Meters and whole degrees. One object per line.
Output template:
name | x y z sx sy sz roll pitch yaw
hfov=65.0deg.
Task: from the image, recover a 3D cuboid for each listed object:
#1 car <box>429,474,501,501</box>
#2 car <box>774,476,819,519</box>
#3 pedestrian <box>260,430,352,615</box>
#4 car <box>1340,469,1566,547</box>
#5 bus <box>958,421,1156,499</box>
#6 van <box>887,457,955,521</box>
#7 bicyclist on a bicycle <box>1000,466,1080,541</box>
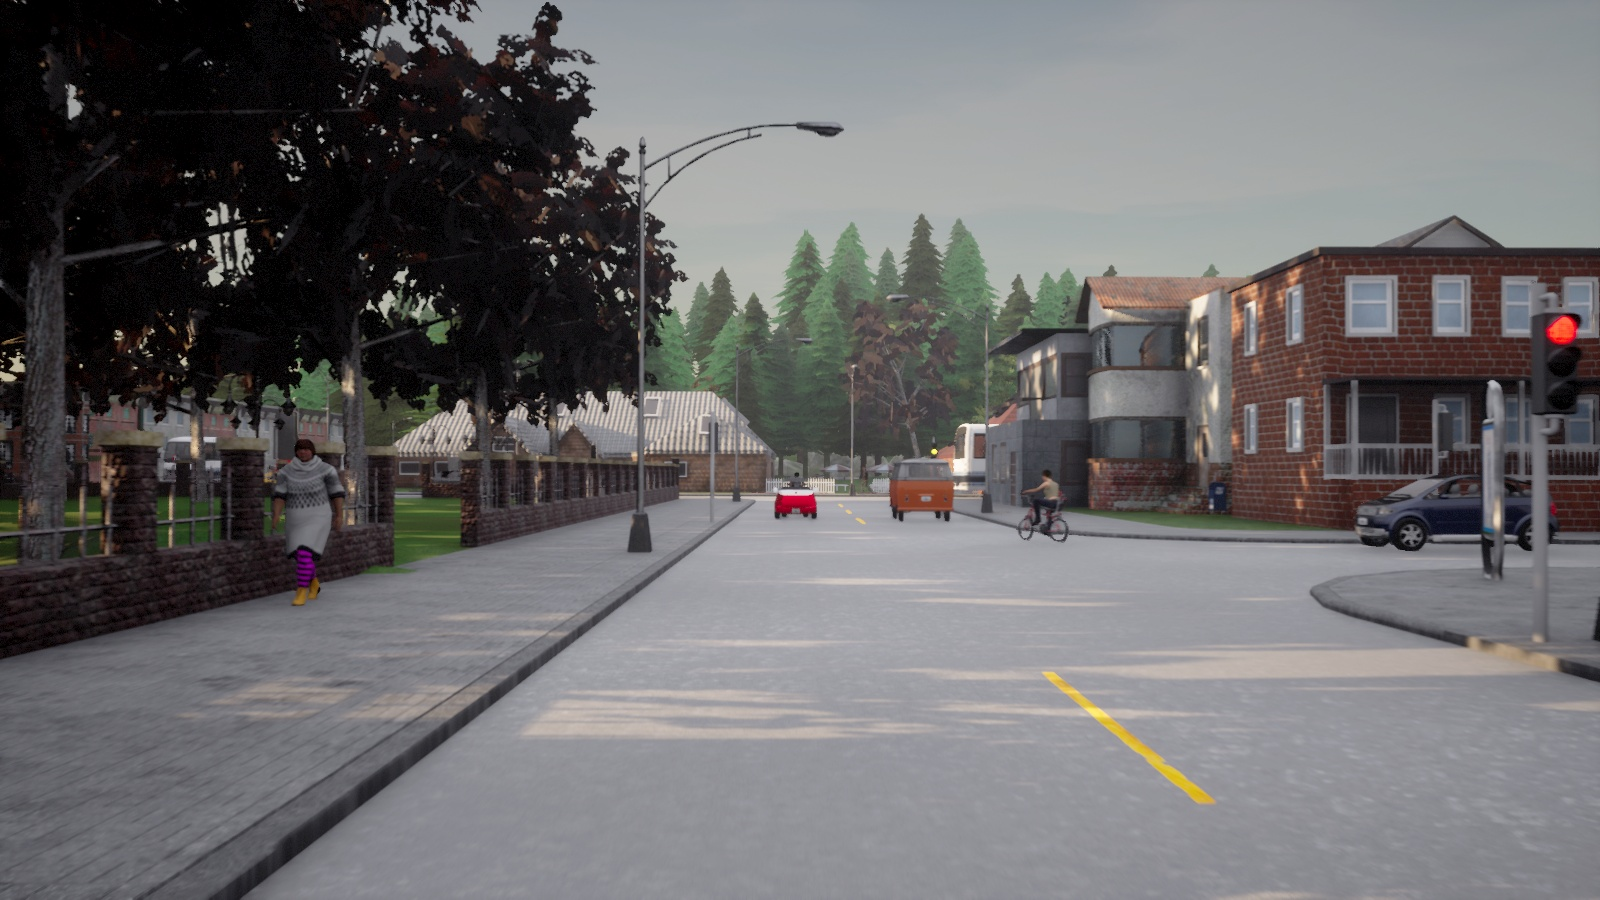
car | -18.937 2.094 71.083 3.633 1.501 1.845 0 -1 -2
car | -0.140 1.573 41.973 1.481 1.376 2.207 0 -1 -1
pedestrian | -5.392 0.776 13.741 0.659 1.952 0.873 0 -1 0
car | 13.387 1.173 25.898 3.705 1.549 1.789 0 -1 0
bus | 14.488 0.576 71.420 10.273 4.253 3.944 0 -1 -5
van | 3.896 1.238 40.963 1.775 1.987 4.442 0 -1 0
bicyclist on a bicycle | 5.358 1.200 28.092 0.866 1.612 1.509 4 -3 -36
